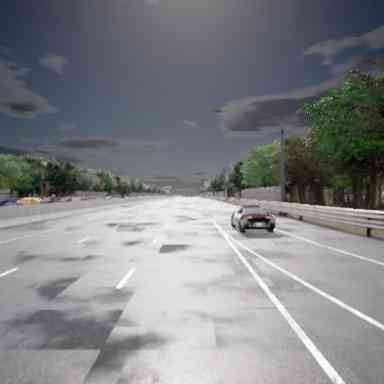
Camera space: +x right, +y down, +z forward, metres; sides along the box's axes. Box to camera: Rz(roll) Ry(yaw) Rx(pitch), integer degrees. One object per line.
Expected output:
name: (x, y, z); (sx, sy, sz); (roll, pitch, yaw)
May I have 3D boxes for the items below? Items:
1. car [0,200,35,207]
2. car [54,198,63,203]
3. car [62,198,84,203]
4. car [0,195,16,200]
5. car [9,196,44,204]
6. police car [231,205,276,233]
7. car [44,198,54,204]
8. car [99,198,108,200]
car: (-17.597, 1.728, 32.518); (1.994, 1.385, 4.181); (0, 0, 0)
car: (-24.507, 1.813, 64.951); (1.882, 1.535, 5.008); (0, 0, 0)
car: (-17.568, 1.782, 50.749); (1.812, 1.442, 4.674); (0, -1, 0)
car: (-28.055, 1.470, 49.379); (2.150, 2.045, 5.566); (0, 0, 1)
car: (-24.564, 1.728, 49.578); (1.882, 1.535, 5.008); (0, 0, 0)
police car: (3.642, 1.609, 20.718); (2.038, 1.542, 4.974); (0, 0, -2)
car: (-28.007, 1.851, 64.811); (1.812, 1.442, 4.674); (0, 0, 0)
car: (-17.507, 1.882, 65.988); (2.033, 1.411, 5.357); (0, 0, 0)
